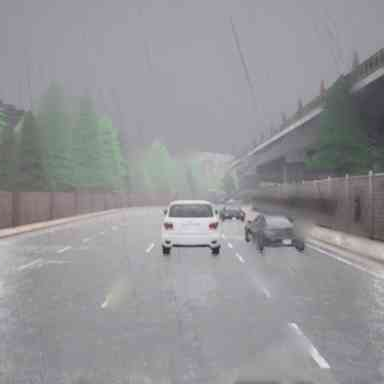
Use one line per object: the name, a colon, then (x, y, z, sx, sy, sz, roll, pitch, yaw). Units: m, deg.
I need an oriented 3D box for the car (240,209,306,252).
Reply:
car: (3.465, 1.661, 14.402, 1.812, 1.442, 4.674, 0, 0, 0)

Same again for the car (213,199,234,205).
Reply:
car: (7.105, 2.216, 74.219, 4.674, 1.442, 1.812, 0, -1, -40)

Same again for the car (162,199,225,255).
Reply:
car: (-0.038, 1.349, 14.039, 2.150, 2.045, 5.566, 0, 0, 0)

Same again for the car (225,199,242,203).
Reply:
car: (8.779, 2.186, 71.078, 4.674, 1.442, 1.812, 0, -1, -40)

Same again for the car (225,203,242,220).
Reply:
car: (3.413, 1.873, 29.127, 1.895, 1.301, 4.718, 0, 0, 0)

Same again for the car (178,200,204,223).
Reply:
car: (-0.086, 1.622, 29.094, 2.097, 1.767, 4.553, 0, -1, 0)
